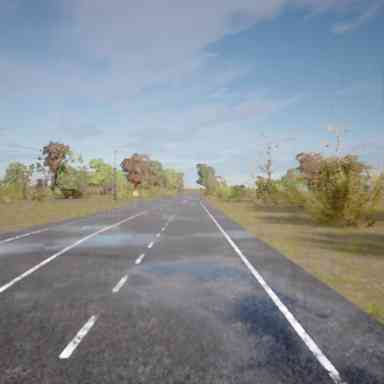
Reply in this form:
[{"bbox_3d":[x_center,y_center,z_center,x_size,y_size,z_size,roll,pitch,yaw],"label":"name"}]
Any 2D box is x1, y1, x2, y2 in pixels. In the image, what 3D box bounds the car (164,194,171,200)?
[{"bbox_3d":[-6.908,1.355,93.819,1.837,1.490,4.892,0,0,0],"label":"car"}]
